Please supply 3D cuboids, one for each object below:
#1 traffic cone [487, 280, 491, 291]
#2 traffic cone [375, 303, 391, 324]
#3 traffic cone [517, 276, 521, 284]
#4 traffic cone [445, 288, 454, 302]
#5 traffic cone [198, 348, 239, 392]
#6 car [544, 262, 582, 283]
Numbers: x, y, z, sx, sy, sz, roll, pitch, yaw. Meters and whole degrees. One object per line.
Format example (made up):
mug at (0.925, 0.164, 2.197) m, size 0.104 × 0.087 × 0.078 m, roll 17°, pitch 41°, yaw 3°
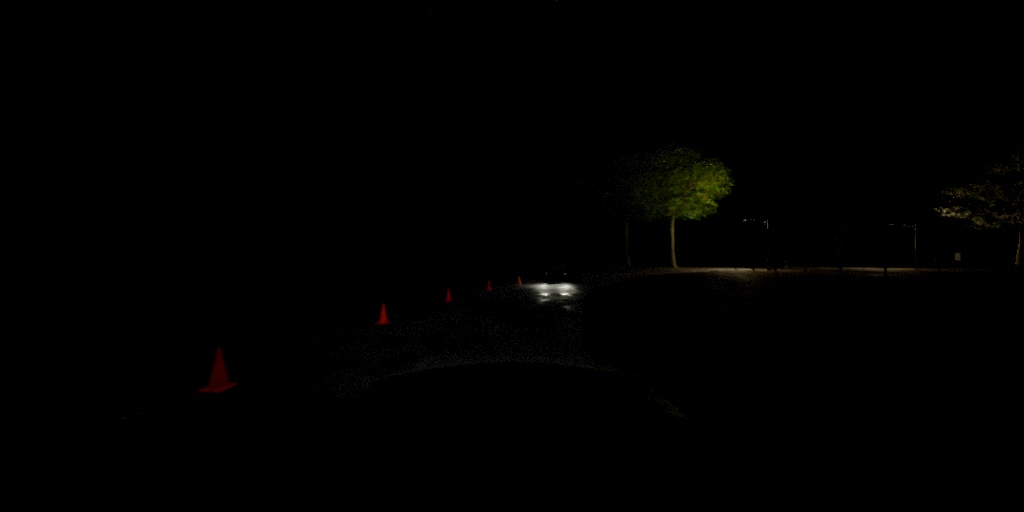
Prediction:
traffic cone at (-1.335, 1.679, 20.596) m, size 0.340 × 0.580 × 0.340 m, roll 0°, pitch 0°, yaw 18°
traffic cone at (-3.762, 1.663, 10.485) m, size 0.340 × 0.580 × 0.340 m, roll 0°, pitch 0°, yaw 9°
traffic cone at (0.496, 1.690, 25.466) m, size 0.340 × 0.580 × 0.340 m, roll 0°, pitch 0°, yaw 23°
traffic cone at (-2.757, 1.670, 15.590) m, size 0.340 × 0.580 × 0.340 m, roll 0°, pitch 0°, yaw 14°
traffic cone at (-4.343, 1.660, 5.314) m, size 0.340 × 0.580 × 0.340 m, roll 0°, pitch 0°, yaw 4°
car at (4.126, 1.231, 28.383) m, size 1.882 × 1.535 × 5.008 m, roll 0°, pitch 0°, yaw 26°
